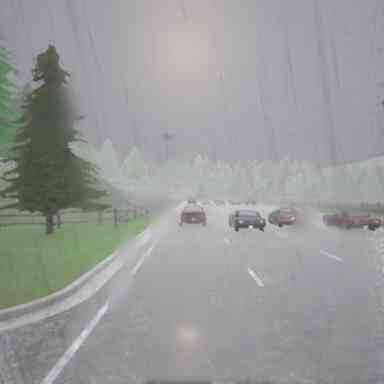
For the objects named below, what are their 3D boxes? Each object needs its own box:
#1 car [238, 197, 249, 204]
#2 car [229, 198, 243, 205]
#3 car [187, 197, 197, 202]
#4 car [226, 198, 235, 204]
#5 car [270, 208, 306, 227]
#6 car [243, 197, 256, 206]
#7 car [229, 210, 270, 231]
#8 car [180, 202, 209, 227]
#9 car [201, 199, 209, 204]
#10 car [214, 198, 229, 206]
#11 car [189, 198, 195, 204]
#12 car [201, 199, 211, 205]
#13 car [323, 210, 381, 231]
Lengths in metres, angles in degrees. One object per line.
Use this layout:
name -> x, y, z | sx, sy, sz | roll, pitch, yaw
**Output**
car -> 14.002, 2.307, 90.628 | 2.097, 1.767, 4.553 | 0, -1, 0
car -> 10.501, 2.541, 80.651 | 1.994, 1.385, 4.181 | 0, -1, 0
car -> 0.001, 2.198, 80.269 | 2.150, 2.045, 5.566 | 0, -1, 0
car -> 10.502, 2.452, 90.656 | 1.837, 1.490, 4.892 | 0, -1, 0
car -> 7.100, 1.878, 25.299 | 1.994, 1.385, 4.181 | 0, -1, 0
car -> 14.001, 2.198, 80.269 | 2.150, 2.045, 5.566 | 0, -1, 0
car -> 3.600, 1.880, 22.509 | 1.895, 1.301, 4.718 | 0, -1, 0
car -> 0.102, 1.800, 26.013 | 1.882, 1.535, 5.008 | 0, 0, 0
car -> 3.502, 2.547, 90.685 | 1.895, 1.301, 4.718 | 0, -1, 0
car -> 7.001, 2.522, 80.235 | 2.033, 1.411, 5.357 | 0, -1, 0
car -> 0.002, 2.452, 90.656 | 1.837, 1.490, 4.892 | 0, -1, 0
car -> 3.501, 2.584, 80.681 | 1.895, 1.301, 4.718 | 0, -1, 0
car -> 10.601, 1.880, 22.509 | 1.895, 1.301, 4.718 | 0, -1, 0
